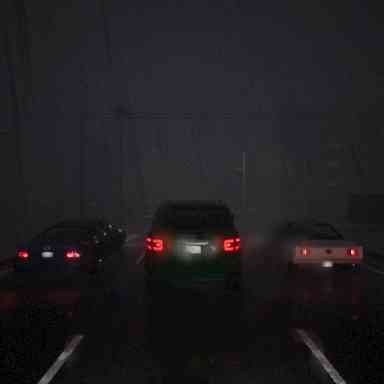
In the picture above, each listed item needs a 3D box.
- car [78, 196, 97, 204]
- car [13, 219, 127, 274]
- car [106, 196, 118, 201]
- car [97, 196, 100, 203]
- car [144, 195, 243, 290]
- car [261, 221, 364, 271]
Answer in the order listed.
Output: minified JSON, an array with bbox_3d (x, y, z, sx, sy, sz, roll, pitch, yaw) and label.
[{"bbox_3d":[-19.775,1.557,61.941,1.994,1.385,4.181,0,0,-1],"label":"car"},{"bbox_3d":[-3.439,1.547,10.473,2.033,1.411,5.357,0,0,1],"label":"car"},{"bbox_3d":[-19.747,1.588,82.036,1.895,1.301,4.718,0,0,0],"label":"car"},{"bbox_3d":[-19.759,1.494,66.576,1.837,1.490,4.892,0,0,0],"label":"car"},{"bbox_3d":[0.051,1.222,9.223,2.150,2.045,5.566,0,0,1],"label":"car"},{"bbox_3d":[3.566,1.600,10.920,1.895,1.301,4.718,0,0,1],"label":"car"}]
